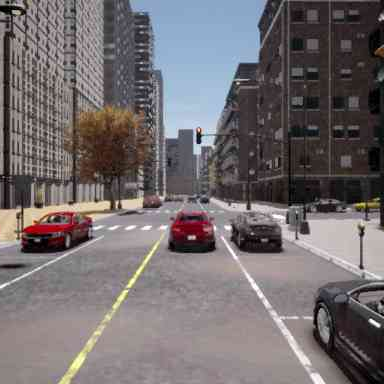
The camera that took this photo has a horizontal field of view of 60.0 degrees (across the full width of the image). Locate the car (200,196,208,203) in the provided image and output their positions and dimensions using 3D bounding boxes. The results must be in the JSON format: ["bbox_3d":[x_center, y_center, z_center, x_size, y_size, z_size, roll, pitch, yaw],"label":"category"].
[{"bbox_3d":[2.689,1.591,74.671,1.752,1.417,4.829,0,0,0],"label":"car"}]

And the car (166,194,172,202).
[{"bbox_3d":[-5.692,1.642,80.024,1.947,1.339,4.313,0,0,0],"label":"car"}]

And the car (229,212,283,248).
[{"bbox_3d":[2.689,1.552,14.498,2.008,1.369,4.403,0,0,0],"label":"car"}]

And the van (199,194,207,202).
[{"bbox_3d":[2.688,1.417,80.024,1.690,1.788,3.998,0,0,0],"label":"van"}]

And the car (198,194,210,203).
[{"bbox_3d":[2.689,1.623,68.978,1.947,1.339,4.313,0,0,0],"label":"car"}]

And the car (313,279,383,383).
[{"bbox_3d":[2.689,1.549,3.432,2.008,1.369,4.403,0,0,0],"label":"car"}]

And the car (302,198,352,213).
[{"bbox_3d":[13.425,1.355,33.904,4.403,1.369,2.008,-1,1,-1],"label":"car"}]

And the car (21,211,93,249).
[{"bbox_3d":[-5.691,1.546,14.498,1.887,1.381,4.507,0,0,0],"label":"car"}]

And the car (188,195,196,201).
[{"bbox_3d":[0.000,1.479,86.630,2.033,1.411,5.357,0,0,0],"label":"car"}]

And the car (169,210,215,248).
[{"bbox_3d":[0.000,1.535,14.650,1.812,1.442,4.674,0,0,0],"label":"car"}]

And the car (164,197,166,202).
[{"bbox_3d":[-5.692,1.601,52.410,1.947,1.339,4.313,0,0,0],"label":"car"}]

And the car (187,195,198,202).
[{"bbox_3d":[0.000,1.473,72.461,2.128,1.511,4.902,0,0,0],"label":"car"}]

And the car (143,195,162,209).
[{"bbox_3d":[-5.692,1.343,46.887,2.192,1.841,5.009,0,0,0],"label":"car"}]

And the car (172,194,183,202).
[{"bbox_3d":[-3.001,1.617,76.858,1.994,1.385,4.181,0,0,0],"label":"car"}]

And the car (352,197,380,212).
[{"bbox_3d":[18.822,1.254,33.959,4.829,1.417,1.752,-1,1,-1],"label":"car"}]

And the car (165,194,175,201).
[{"bbox_3d":[-5.693,1.402,85.546,2.192,1.841,5.009,0,0,0],"label":"car"}]
